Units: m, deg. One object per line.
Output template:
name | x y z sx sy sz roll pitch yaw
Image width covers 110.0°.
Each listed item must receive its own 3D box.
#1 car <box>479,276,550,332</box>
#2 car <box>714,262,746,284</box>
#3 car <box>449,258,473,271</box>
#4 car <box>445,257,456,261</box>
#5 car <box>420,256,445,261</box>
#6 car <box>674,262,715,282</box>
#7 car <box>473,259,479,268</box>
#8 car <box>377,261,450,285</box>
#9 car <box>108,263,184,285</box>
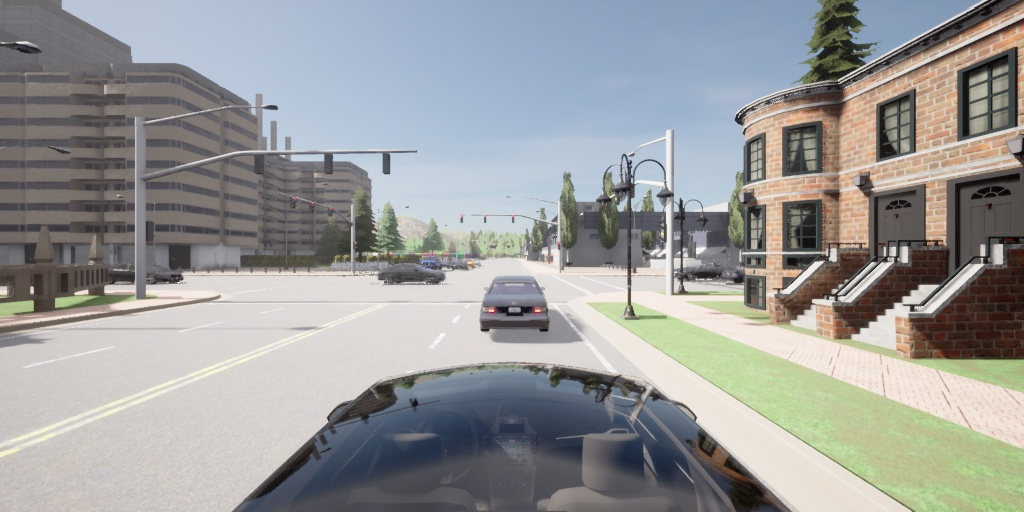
car | 0.072 1.297 10.846 2.033 1.411 5.357 0 0 0
car | 17.585 1.297 25.071 5.357 1.411 2.033 0 0 -1
car | -7.135 1.314 50.272 1.994 1.385 4.181 0 0 0
car | -10.651 1.297 57.411 2.033 1.411 5.357 0 0 0
car | -10.640 0.971 46.874 2.150 2.045 5.566 0 0 0
car | 15.424 1.241 28.809 4.902 1.511 2.128 0 0 -1
car | -7.139 1.227 59.361 1.882 1.535 5.008 0 0 0
car | -7.030 1.275 25.176 4.674 1.442 1.812 0 0 2
car | -26.179 1.250 25.388 4.892 1.490 1.837 1 0 0
